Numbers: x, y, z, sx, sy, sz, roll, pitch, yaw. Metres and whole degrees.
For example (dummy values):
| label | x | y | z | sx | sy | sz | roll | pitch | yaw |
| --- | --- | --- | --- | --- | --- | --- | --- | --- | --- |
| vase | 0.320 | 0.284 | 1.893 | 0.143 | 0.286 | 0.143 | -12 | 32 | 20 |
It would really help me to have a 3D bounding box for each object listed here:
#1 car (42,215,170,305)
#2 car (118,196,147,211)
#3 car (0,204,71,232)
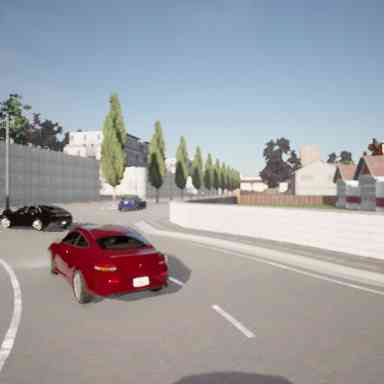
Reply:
| label | x | y | z | sx | sy | sz | roll | pitch | yaw |
| --- | --- | --- | --- | --- | --- | --- | --- | --- | --- |
| car | -2.224 | 1.515 | 8.170 | 1.812 | 1.442 | 4.674 | 0 | 0 | -34 |
| car | -7.017 | 1.301 | 39.908 | 2.097 | 1.767 | 4.553 | 0 | 0 | 13 |
| car | -9.324 | 1.480 | 19.790 | 4.892 | 1.490 | 1.837 | 0 | -1 | 28 |
